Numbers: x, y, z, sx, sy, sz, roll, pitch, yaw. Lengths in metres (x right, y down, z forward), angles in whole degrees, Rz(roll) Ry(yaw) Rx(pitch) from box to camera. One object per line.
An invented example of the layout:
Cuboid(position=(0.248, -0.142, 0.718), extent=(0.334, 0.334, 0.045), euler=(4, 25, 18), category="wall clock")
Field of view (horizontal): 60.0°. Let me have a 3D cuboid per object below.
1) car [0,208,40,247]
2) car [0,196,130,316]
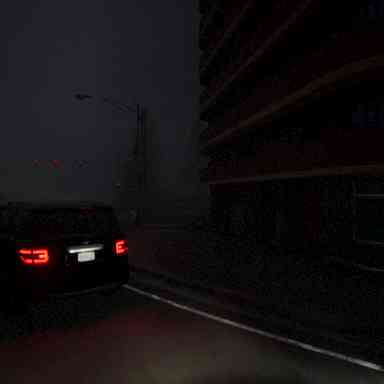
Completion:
Cuboid(position=(-8.425, 1.563, 15.847), extent=(1.994, 1.385, 4.181), euler=(0, 0, -26), category="car")
Cuboid(position=(-3.554, 1.221, 7.879), extent=(2.150, 2.045, 5.566), euler=(0, 0, -40), category="car")
